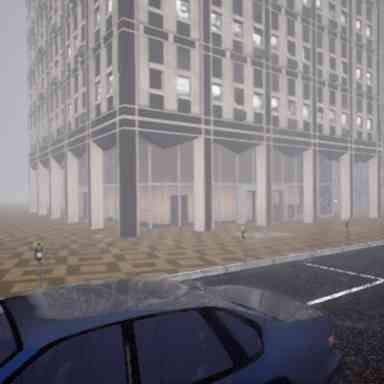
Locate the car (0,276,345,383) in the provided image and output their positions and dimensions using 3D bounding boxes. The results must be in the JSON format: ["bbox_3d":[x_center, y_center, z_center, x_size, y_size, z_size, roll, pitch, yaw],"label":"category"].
[{"bbox_3d":[-0.924,1.552,2.718,5.357,1.411,2.033,0,0,-35],"label":"car"}]
